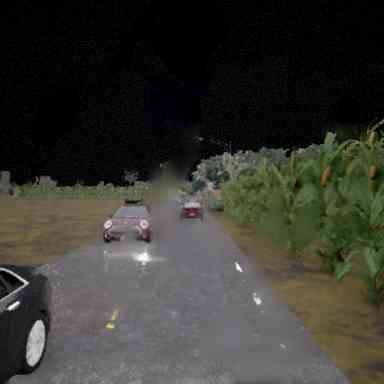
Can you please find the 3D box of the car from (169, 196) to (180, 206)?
[{"bbox_3d":[-2.775,1.453,57.048,2.097,1.767,4.553,0,0,1],"label":"car"}]

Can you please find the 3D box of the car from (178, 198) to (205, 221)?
[{"bbox_3d":[0.051,1.528,27.912,1.882,1.535,5.008,0,0,1],"label":"car"}]

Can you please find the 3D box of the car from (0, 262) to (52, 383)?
[{"bbox_3d":[-2.850,1.509,2.805,1.837,1.490,4.892,0,0,-1],"label":"car"}]

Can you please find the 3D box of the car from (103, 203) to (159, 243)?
[{"bbox_3d":[-2.829,1.383,16.252,2.097,1.767,4.553,0,0,0],"label":"car"}]

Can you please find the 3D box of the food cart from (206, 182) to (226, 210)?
[{"bbox_3d":[3.109,0.544,44.087,2.280,3.560,4.660,-1,-1,0],"label":"food cart"}]

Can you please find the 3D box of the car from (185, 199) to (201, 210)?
[{"bbox_3d":[0.100,1.642,44.552,1.994,1.385,4.181,0,0,0],"label":"car"}]
